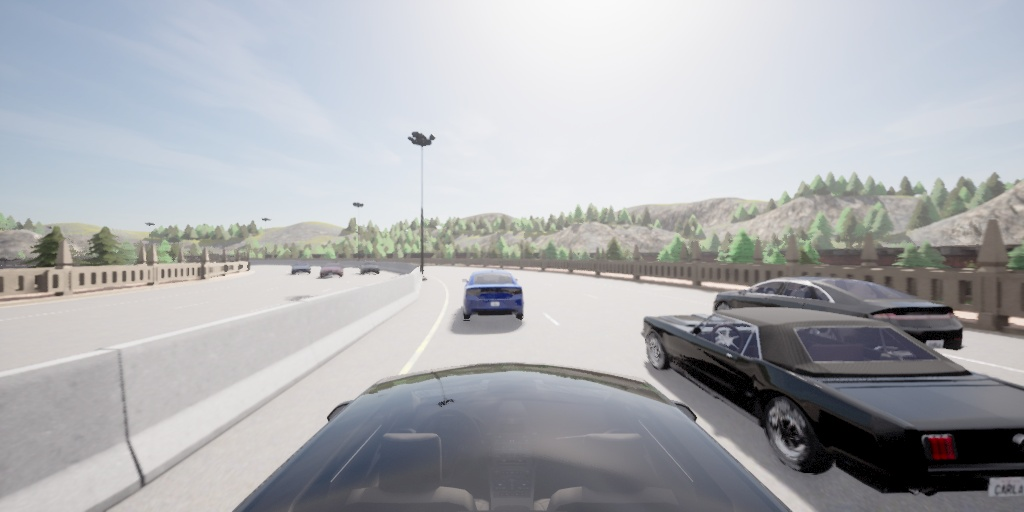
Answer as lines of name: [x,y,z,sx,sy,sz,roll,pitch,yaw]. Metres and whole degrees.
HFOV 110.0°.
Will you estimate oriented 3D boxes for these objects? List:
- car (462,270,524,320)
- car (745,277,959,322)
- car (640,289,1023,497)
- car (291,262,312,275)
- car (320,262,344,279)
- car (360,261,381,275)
car: [-0.752,1.231,12.769,1.882,1.535,5.008,0,0,-6]
car: [6.684,1.214,8.215,2.128,1.511,4.902,0,0,-3]
car: [3.428,1.337,4.741,1.895,1.301,4.718,0,0,-2]
car: [-24.140,1.399,41.249,2.033,1.411,5.357,0,0,-27]
car: [-17.289,1.348,34.605,1.812,1.442,4.674,0,0,-22]
car: [-16.039,1.322,40.501,1.837,1.490,4.892,0,0,-25]
